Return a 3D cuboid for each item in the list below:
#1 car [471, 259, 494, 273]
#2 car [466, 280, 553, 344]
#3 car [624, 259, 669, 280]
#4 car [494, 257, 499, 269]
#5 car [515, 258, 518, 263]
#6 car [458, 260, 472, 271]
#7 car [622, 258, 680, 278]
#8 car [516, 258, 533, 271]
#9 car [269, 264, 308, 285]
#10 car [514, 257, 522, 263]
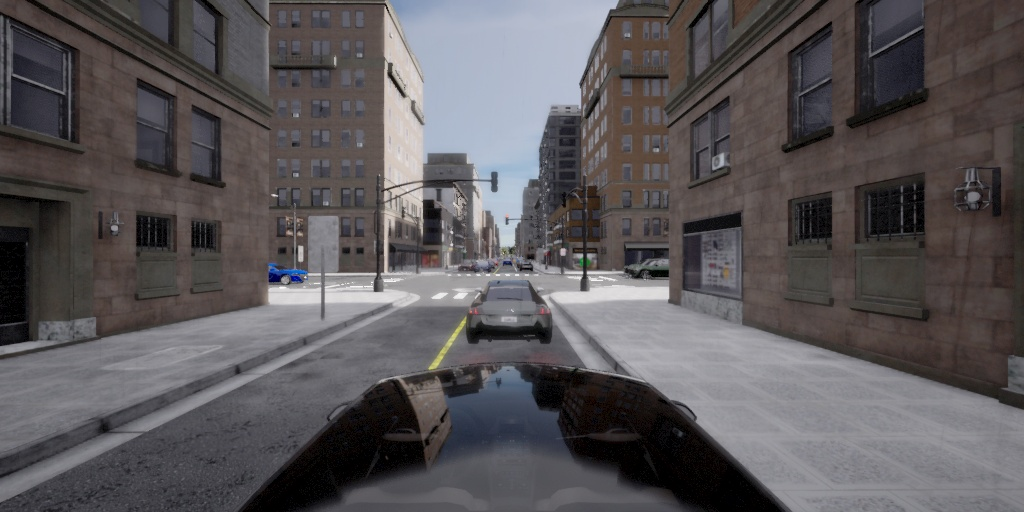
[{"bbox_3d":[-3.574,1.315,44.668,1.812,1.442,4.674,0,0,1],"label":"car"},{"bbox_3d":[-0.070,1.315,9.614,1.994,1.385,4.181,0,0,0],"label":"car"},{"bbox_3d":[12.176,1.054,30.047,4.553,1.767,2.097,0,0,-1],"label":"car"},{"bbox_3d":[-3.645,1.359,56.757,2.033,1.411,5.357,0,0,-1],"label":"car"},{"bbox_3d":[1.811,1.399,59.707,1.802,1.307,4.207,0,0,0],"label":"car"},{"bbox_3d":[-6.124,1.236,48.620,1.967,1.591,4.097,0,0,0],"label":"car"},{"bbox_3d":[12.825,1.058,33.306,4.553,1.767,2.097,0,0,-1],"label":"car"},{"bbox_3d":[1.901,1.362,48.685,1.948,1.339,4.313,0,0,0],"label":"car"},{"bbox_3d":[-17.583,1.291,26.197,5.008,1.535,1.882,0,0,1],"label":"car"},{"bbox_3d":[1.766,1.395,65.217,1.948,1.339,4.313,0,0,0],"label":"car"}]
